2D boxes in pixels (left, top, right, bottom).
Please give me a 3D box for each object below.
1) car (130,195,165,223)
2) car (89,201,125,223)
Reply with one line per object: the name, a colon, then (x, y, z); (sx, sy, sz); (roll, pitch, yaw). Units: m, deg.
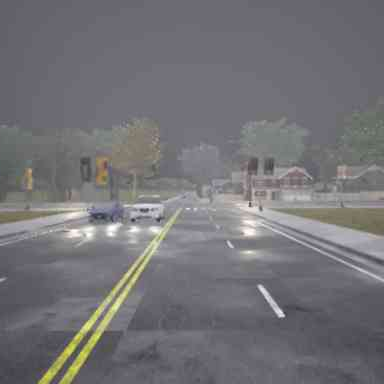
car: (-3.336, 1.238, 25.918); (2.150, 2.045, 5.566); (0, 0, 0)
car: (-6.584, 1.493, 26.086); (1.882, 1.535, 5.008); (0, 0, 0)
